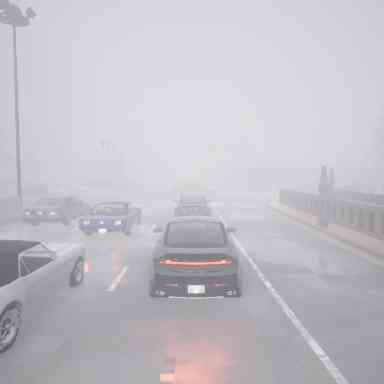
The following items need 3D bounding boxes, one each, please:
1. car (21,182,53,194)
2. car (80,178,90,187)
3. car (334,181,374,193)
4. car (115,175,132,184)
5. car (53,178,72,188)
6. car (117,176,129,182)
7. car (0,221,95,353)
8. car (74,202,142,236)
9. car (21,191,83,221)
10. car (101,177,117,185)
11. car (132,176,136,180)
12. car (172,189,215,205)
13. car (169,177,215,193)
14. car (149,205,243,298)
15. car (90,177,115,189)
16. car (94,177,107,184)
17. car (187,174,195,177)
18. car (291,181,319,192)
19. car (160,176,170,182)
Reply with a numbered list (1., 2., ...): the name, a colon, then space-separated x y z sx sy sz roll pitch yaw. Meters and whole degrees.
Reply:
1. car: -17.751 -0.340 37.391 1.812 1.442 4.674 0 3 0
2. car: -17.829 -1.621 59.182 1.994 1.385 4.181 0 4 0
3. car: 18.465 -0.474 38.781 5.008 1.535 1.882 0 3 2
4. car: -14.302 -2.442 67.089 2.150 2.045 5.566 0 4 0
5. car: -21.321 -1.547 54.471 2.097 1.767 4.553 0 3 0
6. car: -17.889 -3.303 86.305 2.128 1.511 4.902 0 3 0
7. car: -3.421 1.506 5.925 1.895 1.301 4.718 0 2 0
8. car: -3.456 1.078 15.051 1.895 1.301 4.718 0 3 0
9. car: -6.968 0.868 17.683 2.033 1.411 5.357 0 3 0
10. car: -17.820 -2.403 71.484 2.128 1.511 4.902 0 3 0
11. car: -14.368 -3.077 81.834 1.882 1.535 5.008 0 3 0
12. car: 0.035 0.838 17.521 1.837 1.490 4.892 0 3 -1
13. car: 0.191 -0.483 36.861 4.553 1.767 2.097 1 4 16
14. car: 0.070 1.338 8.142 1.837 1.490 4.892 0 2 0
15. car: -14.325 -1.376 53.719 1.882 1.535 5.008 0 3 0
16. car: -21.349 -2.784 77.765 1.812 1.442 4.674 0 3 0
17. car: -0.405 -3.506 89.684 2.128 1.511 4.902 0 3 0
18. car: 15.022 -0.644 42.391 4.674 1.442 1.812 0 3 2
19. car: -7.399 -3.431 88.386 1.812 1.442 4.674 0 3 0
